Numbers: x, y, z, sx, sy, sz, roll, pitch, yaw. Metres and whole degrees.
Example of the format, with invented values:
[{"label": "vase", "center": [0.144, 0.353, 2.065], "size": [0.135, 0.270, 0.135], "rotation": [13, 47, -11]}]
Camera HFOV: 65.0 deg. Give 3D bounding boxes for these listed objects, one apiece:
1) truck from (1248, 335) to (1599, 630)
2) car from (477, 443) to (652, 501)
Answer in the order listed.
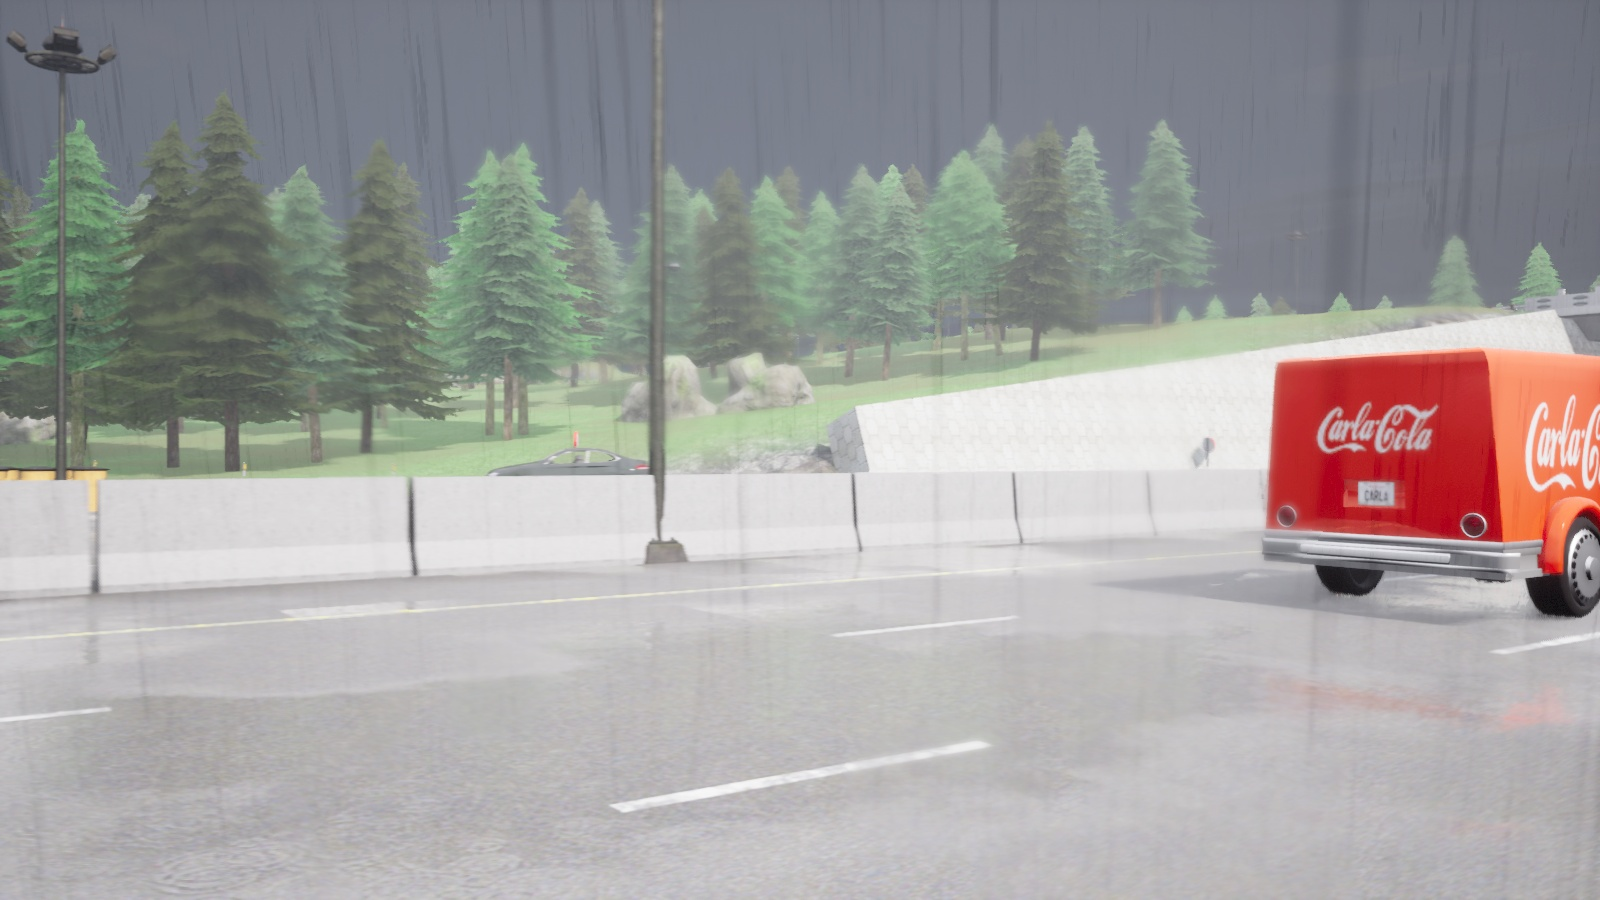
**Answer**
[{"label": "truck", "center": [7.413, 0.274, 13.085], "size": [5.204, 2.467, 2.627], "rotation": [0, 0, -35]}, {"label": "car", "center": [-7.114, 0.631, 37.866], "size": [5.027, 1.651, 2.152], "rotation": [0, 0, -14]}]
